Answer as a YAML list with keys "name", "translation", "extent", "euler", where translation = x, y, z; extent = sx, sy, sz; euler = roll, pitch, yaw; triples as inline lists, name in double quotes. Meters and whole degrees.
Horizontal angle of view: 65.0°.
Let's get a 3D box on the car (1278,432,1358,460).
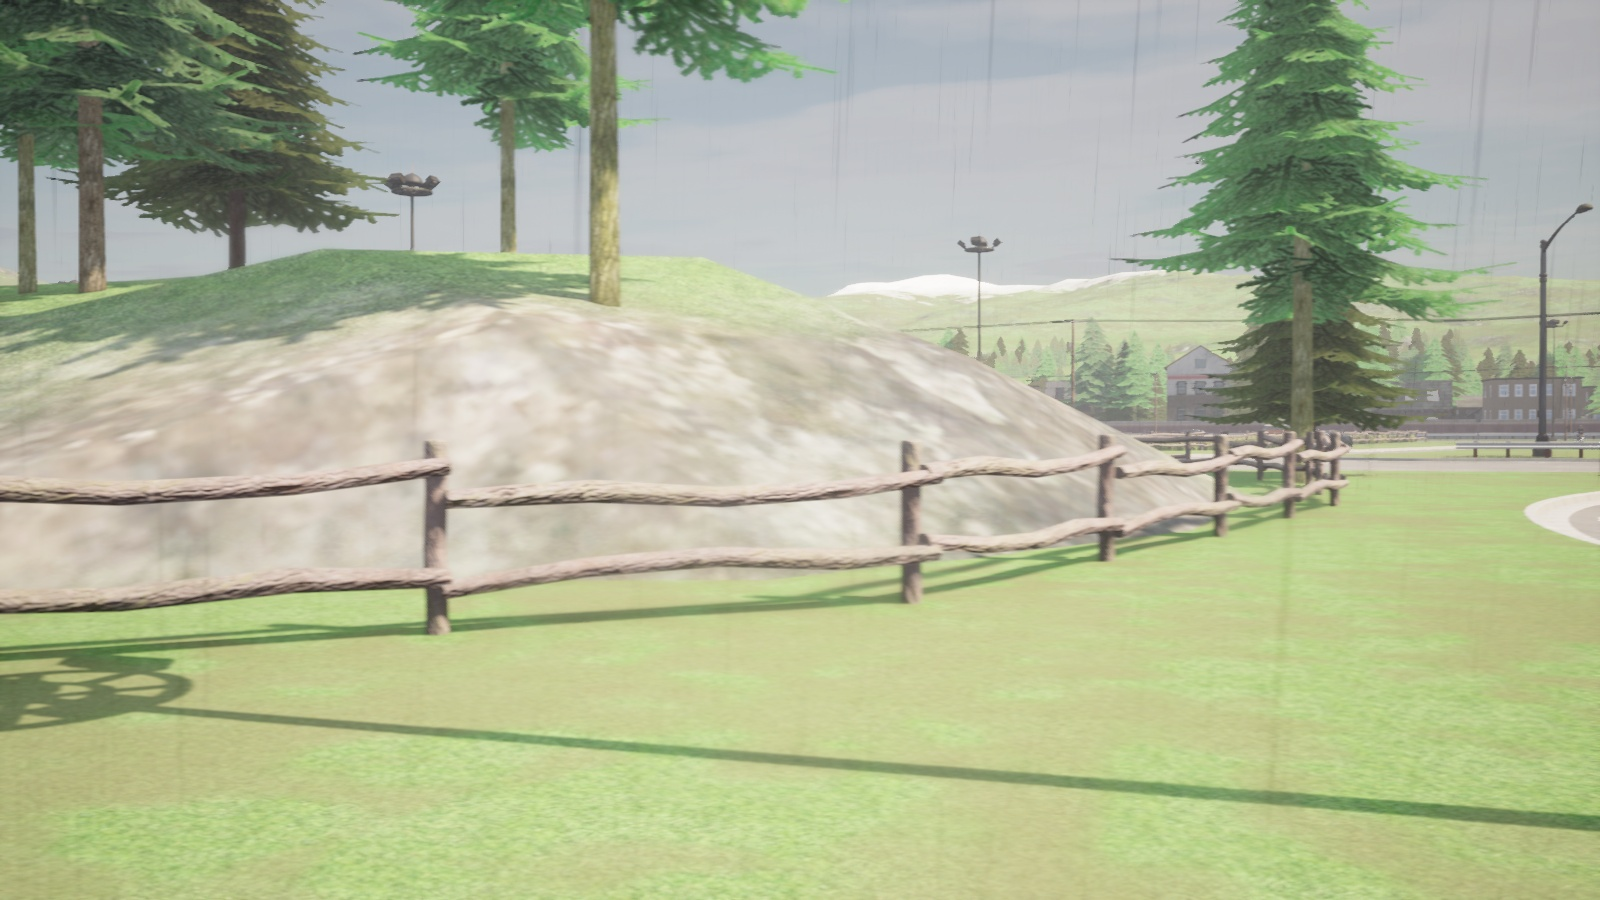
- name: "car"
  translation: [29.185, -0.241, 70.743]
  extent: [4.902, 1.511, 2.128]
  euler: [-1, 1, -40]
